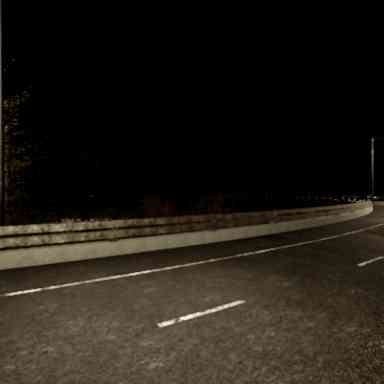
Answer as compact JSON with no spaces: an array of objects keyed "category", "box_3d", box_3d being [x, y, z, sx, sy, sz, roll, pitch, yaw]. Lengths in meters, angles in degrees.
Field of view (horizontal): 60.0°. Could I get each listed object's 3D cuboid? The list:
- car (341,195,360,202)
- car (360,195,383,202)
[{"category":"car","box_3d":[40.497,1.696,84.635,2.128,1.511,4.902,0,0,4]},{"category":"car","box_3d":[43.696,1.673,81.083,2.128,1.511,4.902,0,0,4]}]
